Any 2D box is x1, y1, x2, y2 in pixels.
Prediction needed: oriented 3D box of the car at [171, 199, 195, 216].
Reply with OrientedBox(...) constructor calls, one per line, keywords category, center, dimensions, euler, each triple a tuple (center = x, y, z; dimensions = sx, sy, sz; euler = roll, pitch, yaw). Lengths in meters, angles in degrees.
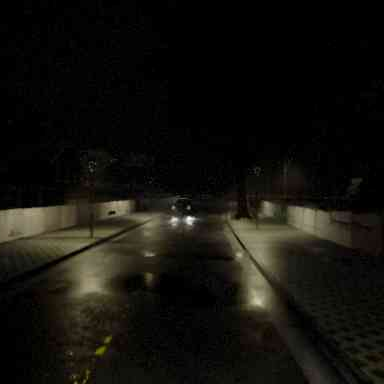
OrientedBox(category="car", center=(-0.928, 1.592, 35.471), dimensions=(2.097, 1.767, 4.553), euler=(0, 0, 6))
